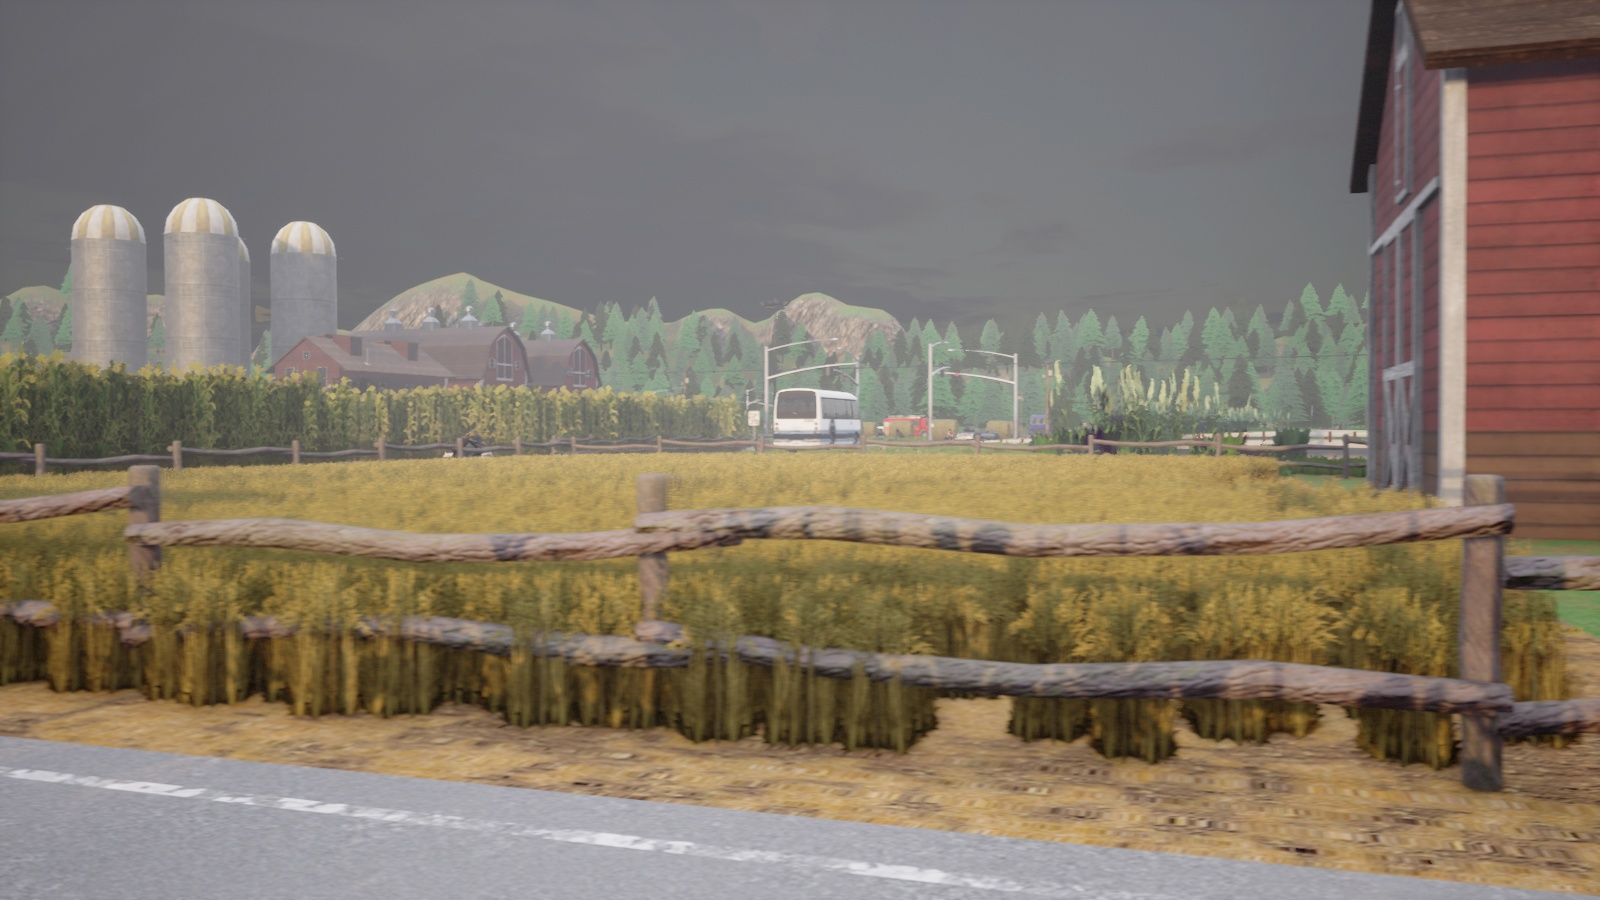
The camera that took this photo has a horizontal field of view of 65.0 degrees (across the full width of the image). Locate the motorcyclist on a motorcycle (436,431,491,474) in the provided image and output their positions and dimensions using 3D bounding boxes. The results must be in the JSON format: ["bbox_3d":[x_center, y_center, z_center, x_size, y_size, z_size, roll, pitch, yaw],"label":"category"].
[{"bbox_3d":[-12.128,0.077,45.334,0.866,1.530,2.191,1,1,18],"label":"motorcyclist on a motorcycle"}]

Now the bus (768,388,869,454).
[{"bbox_3d":[1.427,-1.934,85.921,3.944,4.253,10.273,1,1,18],"label":"bus"}]
